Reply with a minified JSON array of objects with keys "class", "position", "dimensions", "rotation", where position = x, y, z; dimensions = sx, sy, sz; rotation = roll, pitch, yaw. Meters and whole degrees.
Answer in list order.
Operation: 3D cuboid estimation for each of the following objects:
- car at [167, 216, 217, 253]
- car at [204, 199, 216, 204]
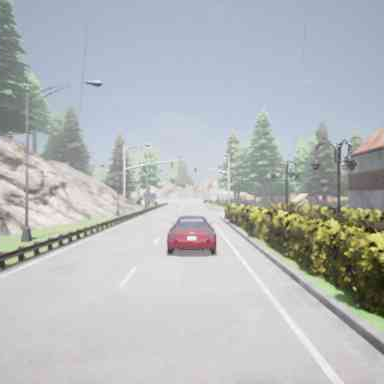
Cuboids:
[{"class":"car","position":[-0.002,1.698,14.303],"dimensions":[1.994,1.385,4.181],"rotation":[0,0,0]},{"class":"car","position":[5.713,2.546,88.612],"dimensions":[4.902,1.511,2.128],"rotation":[0,-1,-1]}]
